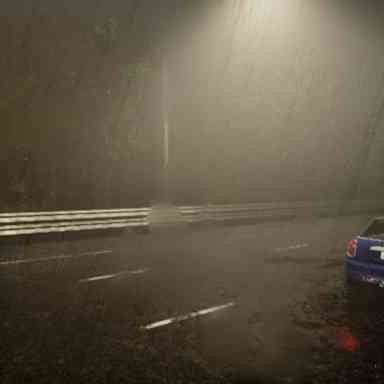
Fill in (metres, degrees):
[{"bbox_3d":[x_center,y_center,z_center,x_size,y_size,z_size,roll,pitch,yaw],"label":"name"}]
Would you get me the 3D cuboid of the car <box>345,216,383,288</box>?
[{"bbox_3d":[5.652,1.281,7.828,4.553,1.767,2.097,-1,0,-35],"label":"car"}]
